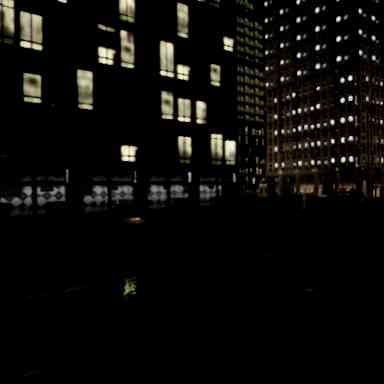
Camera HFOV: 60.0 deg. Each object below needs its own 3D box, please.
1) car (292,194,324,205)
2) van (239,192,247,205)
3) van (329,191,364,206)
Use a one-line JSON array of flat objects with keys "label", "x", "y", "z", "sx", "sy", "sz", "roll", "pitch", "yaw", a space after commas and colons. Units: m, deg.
[{"label": "car", "x": 15.844, "y": 0.996, "z": 45.501, "sx": 1.887, "sy": 1.381, "sz": 4.507, "roll": -1, "pitch": 1, "yaw": -34}, {"label": "van", "x": 5.781, "y": 0.916, "z": 45.374, "sx": 1.690, "sy": 1.788, "sz": 3.998, "roll": -1, "pitch": 1, "yaw": -34}, {"label": "van", "x": 19.021, "y": 0.818, "z": 40.963, "sx": 1.690, "sy": 1.788, "sz": 3.998, "roll": -1, "pitch": 1, "yaw": -34}]
